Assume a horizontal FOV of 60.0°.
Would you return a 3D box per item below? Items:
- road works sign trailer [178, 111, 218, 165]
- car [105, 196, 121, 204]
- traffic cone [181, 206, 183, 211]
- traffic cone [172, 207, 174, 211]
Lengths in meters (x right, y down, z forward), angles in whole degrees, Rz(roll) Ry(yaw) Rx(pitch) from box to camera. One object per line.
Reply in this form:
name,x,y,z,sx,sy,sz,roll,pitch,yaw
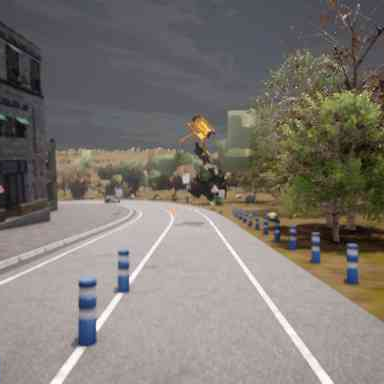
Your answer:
road works sign trailer,0.376,-3.730,25.780,2.880,2.380,3.560,-31,-30,-9
car,-15.432,1.482,64.562,2.128,1.511,4.902,-4,2,-33
traffic cone,-1.265,1.991,40.374,0.340,0.580,0.340,-1,1,-3
traffic cone,-1.826,2.114,34.331,0.340,0.580,0.340,-1,1,-4
